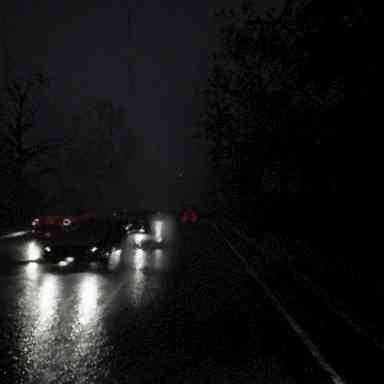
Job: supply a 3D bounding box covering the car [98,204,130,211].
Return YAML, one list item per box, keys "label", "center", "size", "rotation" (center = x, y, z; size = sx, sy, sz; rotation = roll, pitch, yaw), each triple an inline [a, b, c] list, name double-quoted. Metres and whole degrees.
- label: "car"
  center: [-7.143, 1.855, 29.752]
  size: [1.837, 1.490, 4.892]
  rotation: [0, -1, 0]

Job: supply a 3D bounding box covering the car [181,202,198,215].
- label: "car"
  center: [-0.283, 2.024, 41.969]
  size: [2.128, 1.511, 4.902]
  rotation: [0, -1, -1]

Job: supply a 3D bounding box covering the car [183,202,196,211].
- label: "car"
  center: [-0.460, 2.219, 52.196]
  size: [1.895, 1.301, 4.718]
  rotation: [0, 0, -1]

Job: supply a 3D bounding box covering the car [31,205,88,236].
- label: "car"
  center: [-7.116, 1.533, 18.660]
  size: [2.097, 1.767, 4.553]
  rotation: [0, -1, 0]

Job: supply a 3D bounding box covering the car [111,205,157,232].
- label: "car"
  center: [-3.642, 1.792, 21.646]
  size: [1.994, 1.385, 4.181]
  rotation: [0, -1, 0]

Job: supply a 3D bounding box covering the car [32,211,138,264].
- label: "car"
  center: [-3.596, 1.639, 12.430]
  size: [2.033, 1.411, 5.357]
  rotation: [0, -1, 0]

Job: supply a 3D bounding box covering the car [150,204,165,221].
- label: "car"
  center: [-3.652, 1.909, 31.898]
  size: [1.812, 1.442, 4.674]
  rotation: [0, -1, -1]
